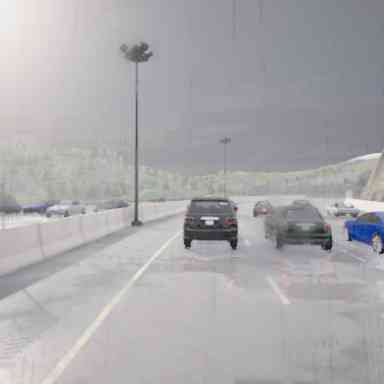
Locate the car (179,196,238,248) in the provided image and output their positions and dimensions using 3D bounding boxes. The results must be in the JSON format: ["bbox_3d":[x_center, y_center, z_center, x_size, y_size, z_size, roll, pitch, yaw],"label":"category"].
[{"bbox_3d":[0.892,1.222,14.919,2.150,2.045,5.566,0,0,5],"label":"car"}]

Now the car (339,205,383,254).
[{"bbox_3d":[7.798,1.493,13.464,1.882,1.535,5.008,0,0,5],"label":"car"}]

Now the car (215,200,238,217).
[{"bbox_3d":[3.422,1.531,32.378,1.812,1.442,4.674,0,0,11],"label":"car"}]

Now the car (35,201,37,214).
[{"bbox_3d":[-14.504,1.446,32.759,1.882,1.535,5.008,0,0,11],"label":"car"}]

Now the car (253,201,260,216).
[{"bbox_3d":[6.932,1.577,32.094,1.994,1.385,4.181,0,0,11],"label":"car"}]

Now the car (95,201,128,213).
[{"bbox_3d":[-7.611,1.474,31.564,2.128,1.511,4.902,0,0,11],"label":"car"}]

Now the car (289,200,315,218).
[{"bbox_3d":[10.447,1.525,31.865,1.837,1.490,4.892,0,0,11],"label":"car"}]

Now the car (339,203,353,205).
[{"bbox_3d":[13.729,1.628,30.533,1.895,1.301,4.718,0,0,11],"label":"car"}]

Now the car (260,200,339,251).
[{"bbox_3d":[4.395,1.360,14.426,2.097,1.767,4.553,0,0,5],"label":"car"}]

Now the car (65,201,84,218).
[{"bbox_3d":[-11.382,1.500,30.343,1.812,1.442,4.674,0,0,10],"label":"car"}]
